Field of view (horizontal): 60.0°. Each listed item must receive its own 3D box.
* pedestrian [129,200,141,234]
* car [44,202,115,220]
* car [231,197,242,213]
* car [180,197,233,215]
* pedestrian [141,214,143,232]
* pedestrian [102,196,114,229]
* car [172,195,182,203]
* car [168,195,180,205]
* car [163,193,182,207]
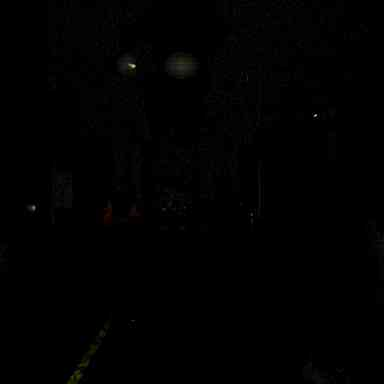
[{"bbox_3d":[-3.066,1.289,17.614,0.375,1.860,0.375,1,-1,0],"label":"pedestrian"},{"bbox_3d":[-8.819,1.463,26.021,5.357,1.411,2.033,-1,-1,9],"label":"car"},{"bbox_3d":[3.168,1.364,36.595,4.553,1.767,2.097,0,0,-1],"label":"car"},{"bbox_3d":[1.376,1.504,33.314,4.674,1.442,1.812,0,-1,-1],"label":"car"},{"bbox_3d":[-3.002,1.288,18.354,0.375,1.860,0.375,1,-1,0],"label":"pedestrian"},{"bbox_3d":[-4.757,1.141,18.894,0.375,1.860,0.375,1,-1,0],"label":"pedestrian"},{"bbox_3d":[-3.102,1.404,69.385,1.882,1.535,5.008,0,0,-1],"label":"car"},{"bbox_3d":[-3.083,1.419,59.135,1.882,1.535,5.008,0,0,0],"label":"car"},{"bbox_3d":[-3.013,1.178,49.250,2.150,2.045,5.566,0,0,0],"label":"car"}]
